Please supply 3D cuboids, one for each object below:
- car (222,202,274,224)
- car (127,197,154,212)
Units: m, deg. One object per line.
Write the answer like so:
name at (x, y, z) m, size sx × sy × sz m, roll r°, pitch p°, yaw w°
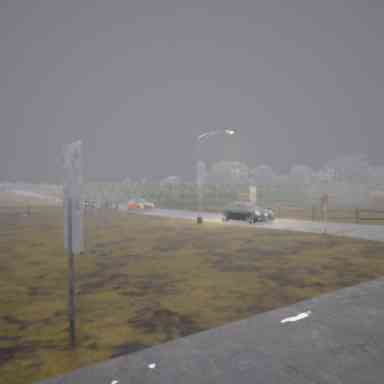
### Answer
car at (4.531, 1.597, 27.265) m, size 2.097 × 1.767 × 4.553 m, roll -1°, pitch 0°, yaw -35°
car at (-6.687, 1.601, 43.080) m, size 2.097 × 1.767 × 4.553 m, roll -1°, pitch 1°, yaw -35°
